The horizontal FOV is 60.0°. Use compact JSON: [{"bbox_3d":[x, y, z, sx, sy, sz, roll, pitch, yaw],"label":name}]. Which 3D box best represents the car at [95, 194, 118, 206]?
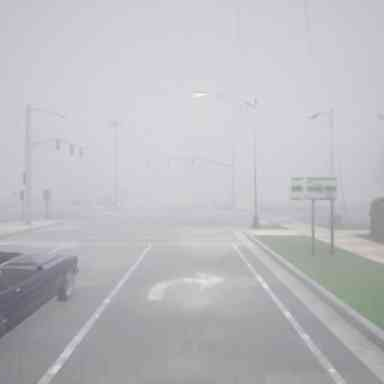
[{"bbox_3d":[-14.419,1.550,55.314,2.033,1.411,5.357,0,0,1],"label":"car"}]

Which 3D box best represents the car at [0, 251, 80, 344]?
[{"bbox_3d":[-3.437,1.601,5.380,1.895,1.301,4.718,0,0,0],"label":"car"}]

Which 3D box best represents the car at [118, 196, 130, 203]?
[{"bbox_3d":[-14.162,1.526,69.585,1.812,1.442,4.674,0,0,1],"label":"car"}]

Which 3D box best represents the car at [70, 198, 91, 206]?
[{"bbox_3d":[-17.954,1.603,53.642,1.895,1.301,4.718,0,0,1],"label":"car"}]
